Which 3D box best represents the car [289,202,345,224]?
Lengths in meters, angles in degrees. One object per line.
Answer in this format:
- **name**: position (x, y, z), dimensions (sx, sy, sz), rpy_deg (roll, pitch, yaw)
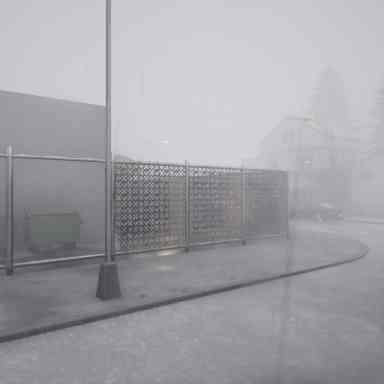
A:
- **car**: position (9.052, 1.477, 25.362), dimensions (1.882, 1.535, 5.008), rpy_deg (0, 0, -33)
